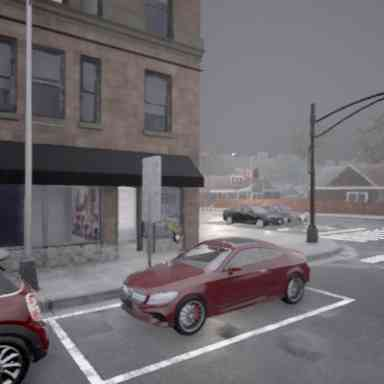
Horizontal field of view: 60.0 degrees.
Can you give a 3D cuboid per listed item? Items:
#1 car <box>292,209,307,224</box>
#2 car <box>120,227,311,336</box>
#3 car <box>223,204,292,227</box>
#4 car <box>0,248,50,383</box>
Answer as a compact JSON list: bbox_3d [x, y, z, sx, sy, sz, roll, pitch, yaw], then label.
[{"bbox_3d":[6.699,1.706,26.271,2.128,1.511,4.902,0,0,-36],"label":"car"},{"bbox_3d":[0.672,1.607,6.667,4.206,1.307,1.802,0,0,-35],"label":"car"},{"bbox_3d":[4.347,1.674,23.966,1.882,1.535,5.008,0,0,-35],"label":"car"},{"bbox_3d":[-3.820,1.433,3.463,4.097,1.590,1.967,0,0,-35],"label":"car"}]
